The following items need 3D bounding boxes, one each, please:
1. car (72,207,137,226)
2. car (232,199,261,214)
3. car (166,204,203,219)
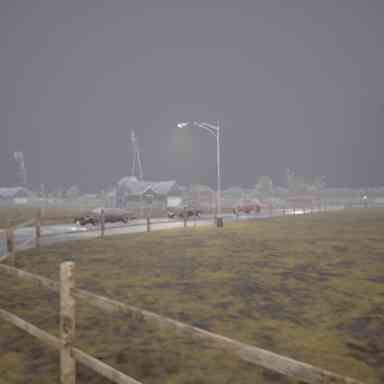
[{"bbox_3d":[-6.747,1.881,26.388,2.033,1.411,5.357,-2,-2,36],"label":"car"},{"bbox_3d":[7.638,1.975,46.458,2.150,2.045,5.566,-2,-2,36],"label":"car"},{"bbox_3d":[-0.689,2.012,34.848,1.837,1.490,4.892,-2,-2,35],"label":"car"}]
